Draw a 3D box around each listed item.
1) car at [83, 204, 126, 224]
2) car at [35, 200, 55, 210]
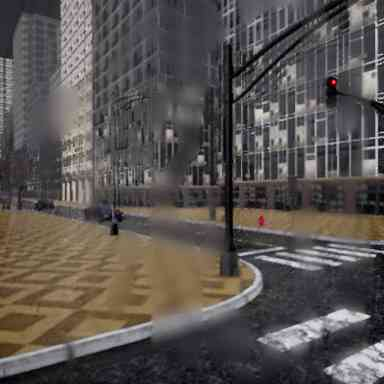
[{"bbox_3d":[-7.212,1.676,26.922,2.033,1.411,5.357,0,0,-35],"label":"car"},{"bbox_3d":[-20.042,1.722,45.218,1.994,1.385,4.181,0,0,-35],"label":"car"}]
